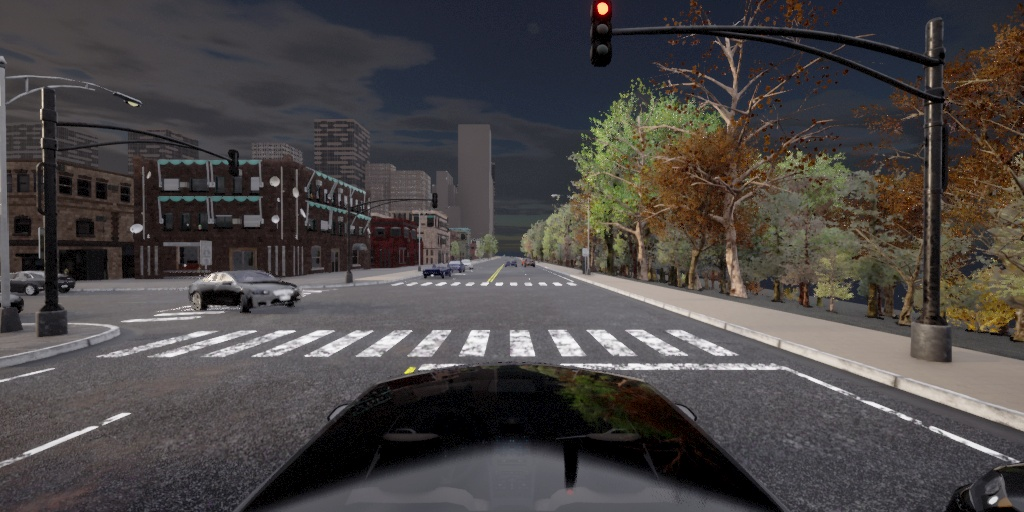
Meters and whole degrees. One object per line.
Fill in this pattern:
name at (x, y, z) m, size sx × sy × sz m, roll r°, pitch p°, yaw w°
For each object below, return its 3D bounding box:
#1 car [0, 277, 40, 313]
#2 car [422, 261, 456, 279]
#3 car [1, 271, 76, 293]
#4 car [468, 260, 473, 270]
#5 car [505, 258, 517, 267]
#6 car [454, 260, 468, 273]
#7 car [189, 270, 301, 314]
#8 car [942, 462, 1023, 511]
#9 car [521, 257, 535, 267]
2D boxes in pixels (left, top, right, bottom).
car at (-19.996, 1.565, 12.507) m, size 4.313 × 1.339 × 1.948 m, roll 0°, pitch 0°, yaw 0°
car at (-6.736, 1.341, 32.885) m, size 1.895 × 1.301 × 4.718 m, roll 0°, pitch 0°, yaw 2°
car at (-28.369, 1.560, 20.980) m, size 4.403 × 1.370 × 2.007 m, roll 0°, pitch 0°, yaw 0°
car at (-6.817, 1.257, 53.326) m, size 1.812 × 1.442 × 4.674 m, roll 0°, pitch 0°, yaw 0°
car at (-0.194, 1.078, 64.006) m, size 2.097 × 1.767 × 4.553 m, roll 0°, pitch 0°, yaw 0°
car at (-6.780, 1.261, 43.056) m, size 1.812 × 1.442 × 4.674 m, roll 0°, pitch 0°, yaw 0°
car at (-10.249, 1.291, 13.735) m, size 4.902 × 1.511 × 2.128 m, roll -2°, pitch 0°, yaw 25°
car at (3.363, 1.314, 0.183) m, size 1.994 × 1.385 × 4.181 m, roll 0°, pitch 0°, yaw -1°
car at (3.062, 1.231, 63.222) m, size 1.837 × 1.490 × 4.892 m, roll 0°, pitch 0°, yaw 0°
